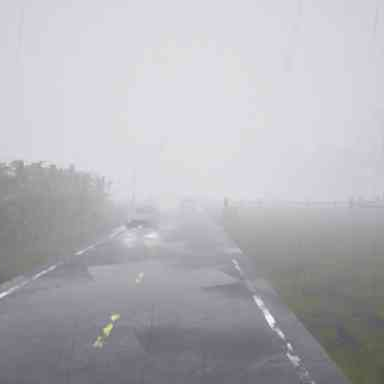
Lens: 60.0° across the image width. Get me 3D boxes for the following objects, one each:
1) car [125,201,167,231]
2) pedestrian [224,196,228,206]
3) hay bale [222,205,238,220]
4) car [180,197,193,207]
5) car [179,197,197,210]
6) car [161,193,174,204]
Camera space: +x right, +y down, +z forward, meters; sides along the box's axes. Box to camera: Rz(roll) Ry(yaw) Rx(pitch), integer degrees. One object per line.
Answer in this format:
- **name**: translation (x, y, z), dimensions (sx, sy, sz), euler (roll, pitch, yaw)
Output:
- **car**: translation (-2.860, 1.533, 20.999), dimensions (2.033, 1.411, 5.357), euler (0, 0, 0)
- **pedestrian**: translation (2.777, 1.259, 27.952), dimensions (0.375, 1.860, 0.375), euler (0, 0, -2)
- **hay bale**: translation (3.086, 1.638, 27.134), dimensions (1.220, 1.180, 1.240), euler (0, 0, -1)
- **car**: translation (-0.943, 1.490, 51.757), dimensions (1.837, 1.490, 4.892), euler (0, 0, -4)
- **car**: translation (-0.411, 1.581, 41.903), dimensions (1.895, 1.301, 4.718), euler (0, 0, -2)
- **car**: translation (-4.527, 1.214, 62.398), dimensions (2.150, 2.045, 5.566), euler (0, 0, -4)
